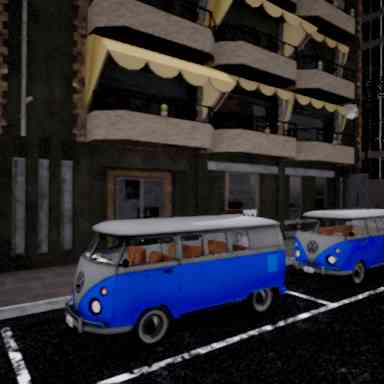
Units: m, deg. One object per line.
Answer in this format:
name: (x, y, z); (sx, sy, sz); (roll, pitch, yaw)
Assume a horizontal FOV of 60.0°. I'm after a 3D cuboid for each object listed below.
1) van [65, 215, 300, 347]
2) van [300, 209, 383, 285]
van: (-0.060, 1.358, 6.052); (3.998, 1.788, 1.690); (0, 0, -36)
van: (4.571, 1.386, 9.358); (3.998, 1.788, 1.690); (0, 0, -36)
